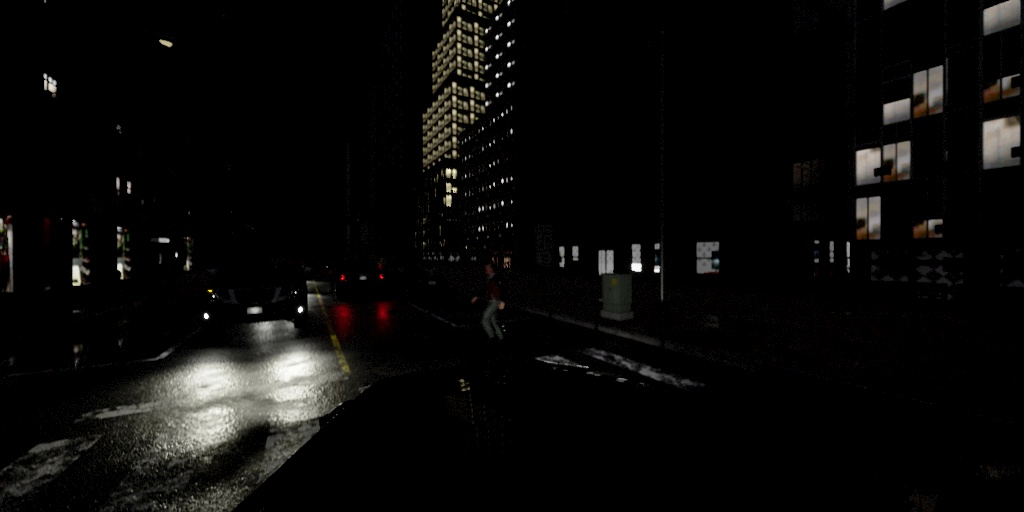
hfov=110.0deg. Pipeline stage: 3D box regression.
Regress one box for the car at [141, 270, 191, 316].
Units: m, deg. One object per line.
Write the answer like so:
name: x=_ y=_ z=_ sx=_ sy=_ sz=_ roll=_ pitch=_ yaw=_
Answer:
car: x=-11.740 y=1.200 z=13.106 sx=1.888 sy=1.381 sz=4.507 roll=0 pitch=0 yaw=-30

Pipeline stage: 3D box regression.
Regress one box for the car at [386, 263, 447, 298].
car: x=-4.494 y=1.188 z=17.316 sx=1.948 sy=1.339 sz=4.313 roll=0 pitch=0 yaw=-30

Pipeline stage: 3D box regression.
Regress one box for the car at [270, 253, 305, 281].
car: x=-17.739 y=0.755 z=28.585 sx=2.150 sy=2.045 sz=5.566 roll=0 pitch=1 yaw=-30

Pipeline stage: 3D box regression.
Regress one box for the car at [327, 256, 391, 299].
car: x=-7.531 y=0.973 z=17.370 sx=2.097 sy=1.767 sz=4.553 roll=0 pitch=1 yaw=-30

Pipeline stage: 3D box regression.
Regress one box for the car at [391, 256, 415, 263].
car: x=-7.270 y=0.899 z=22.091 sx=2.192 sy=1.841 sz=5.009 roll=0 pitch=0 yaw=-30

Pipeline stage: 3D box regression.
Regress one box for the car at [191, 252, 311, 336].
car: x=-7.360 y=0.897 z=10.711 sx=2.150 sy=2.045 sz=5.566 roll=0 pitch=0 yaw=-30

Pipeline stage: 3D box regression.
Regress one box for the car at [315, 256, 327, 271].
car: x=-21.590 y=0.940 z=41.562 sx=1.837 sy=1.490 sz=4.892 roll=0 pitch=1 yaw=-30

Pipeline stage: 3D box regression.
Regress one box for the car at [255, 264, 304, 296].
car: x=-12.364 y=1.170 z=19.326 sx=1.994 sy=1.385 sz=4.181 roll=0 pitch=1 yaw=-30

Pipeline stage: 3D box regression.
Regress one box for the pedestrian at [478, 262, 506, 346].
pedestrian: x=-0.424 y=0.995 z=7.623 sx=0.375 sy=1.860 sz=0.375 roll=0 pitch=0 yaw=-30
